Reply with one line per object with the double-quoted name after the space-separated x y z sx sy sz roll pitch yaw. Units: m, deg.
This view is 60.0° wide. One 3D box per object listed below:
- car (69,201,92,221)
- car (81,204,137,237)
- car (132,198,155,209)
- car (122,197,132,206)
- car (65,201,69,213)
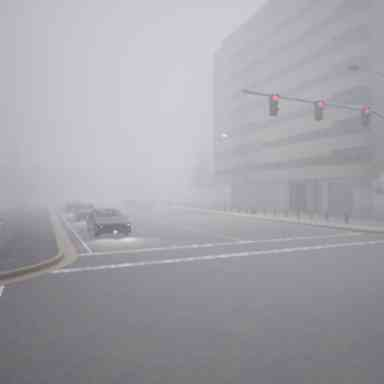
-9.222 1.693 28.891 2.033 1.411 5.357 0 0 -24 "car"
-4.969 1.655 19.316 2.033 1.411 5.357 0 0 -24 "car"
-7.102 1.677 50.341 1.882 1.535 5.008 0 0 -23 "car"
-11.211 1.713 59.473 1.882 1.535 5.008 0 0 -24 "car"
-14.315 1.791 40.392 1.895 1.301 4.718 0 0 -24 "car"
